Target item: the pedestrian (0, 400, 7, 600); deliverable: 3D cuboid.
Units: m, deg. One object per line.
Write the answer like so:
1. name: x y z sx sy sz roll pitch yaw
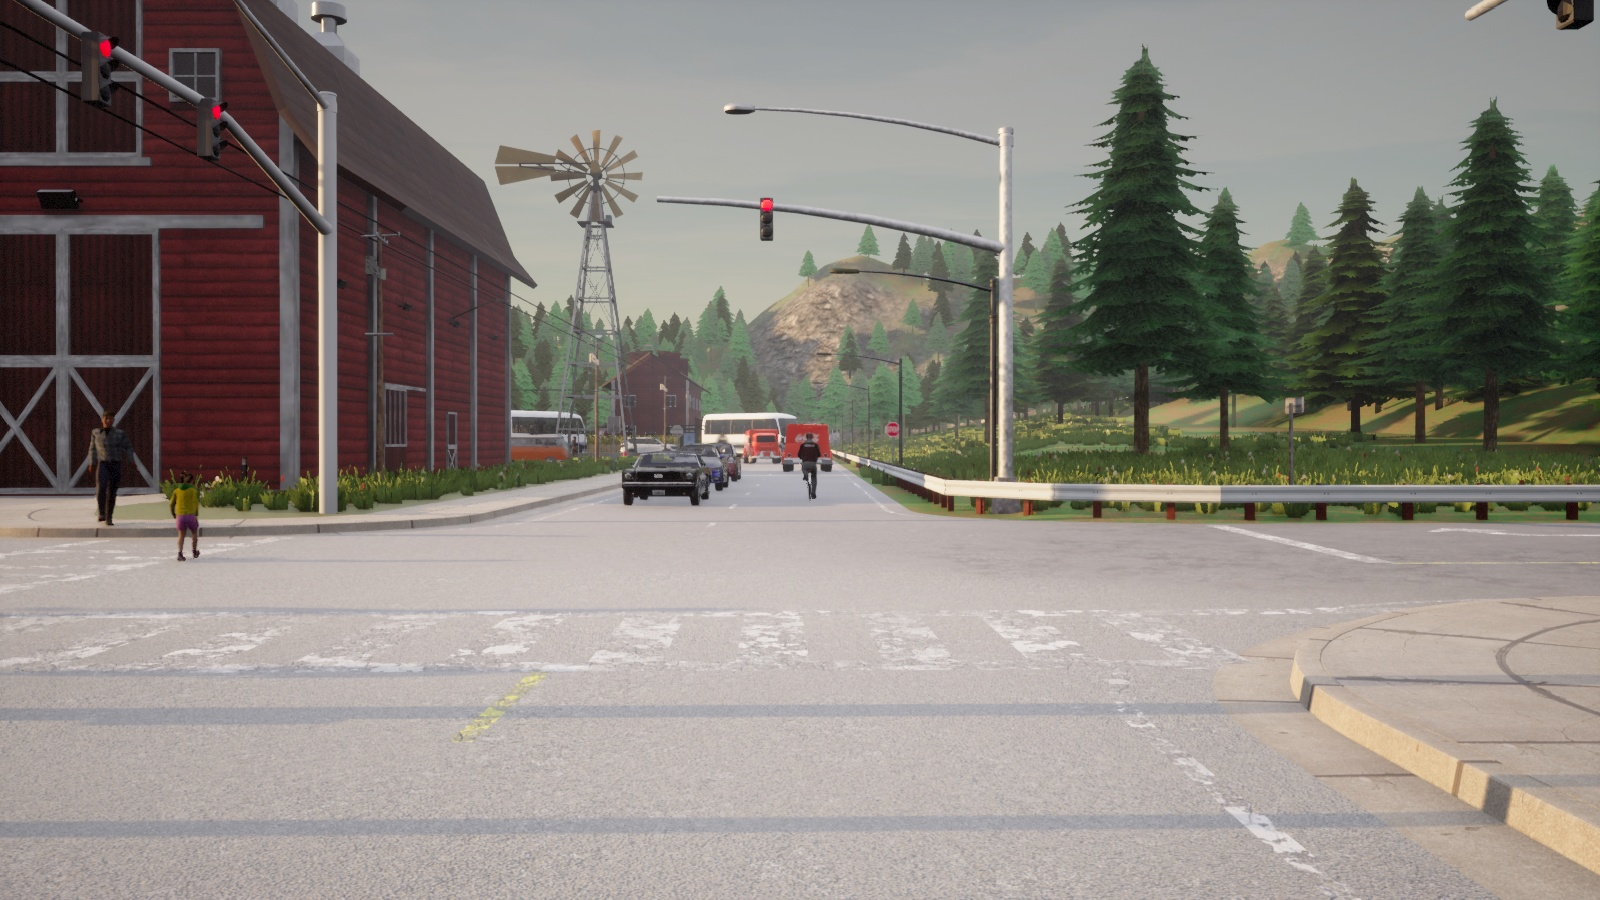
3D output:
1. pedestrian: -7.352 0.454 11.020 0.328 1.805 0.869 0 0 -8

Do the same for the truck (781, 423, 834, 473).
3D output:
1. truck: 0.379 -0.109 65.419 2.627 2.467 5.204 0 0 0

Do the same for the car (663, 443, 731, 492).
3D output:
1. car: -3.261 0.529 40.469 1.816 1.474 4.193 0 0 0

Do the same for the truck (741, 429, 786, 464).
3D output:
1. truck: -2.667 -0.240 90.242 2.627 2.467 5.204 0 0 -9

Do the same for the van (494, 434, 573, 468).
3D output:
1. van: -16.113 0.057 76.093 4.442 1.987 1.775 0 0 -1

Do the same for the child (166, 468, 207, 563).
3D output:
1. child: -7.660 0.807 15.688 0.299 1.160 0.473 0 0 -3

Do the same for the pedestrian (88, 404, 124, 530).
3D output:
1. pedestrian: -10.954 0.261 19.840 0.423 1.949 0.788 0 0 -23

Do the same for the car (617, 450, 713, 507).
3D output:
1. car: -3.310 0.665 31.709 1.895 1.301 4.718 0 0 0

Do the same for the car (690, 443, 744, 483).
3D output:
1. car: -3.213 0.479 49.318 1.845 1.501 3.633 0 0 0

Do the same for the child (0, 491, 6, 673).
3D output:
1. child: -5.470 0.870 8.126 0.448 1.192 0.343 0 0 -5
